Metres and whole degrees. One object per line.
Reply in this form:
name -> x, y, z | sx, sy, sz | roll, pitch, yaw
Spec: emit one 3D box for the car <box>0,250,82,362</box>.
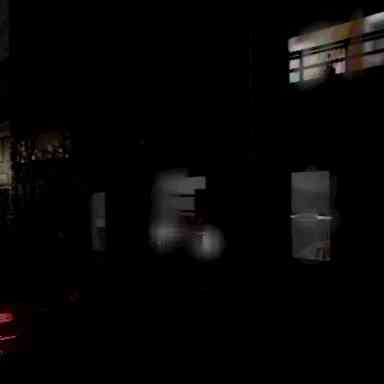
car -> -3.532, 1.636, 5.458 | 4.206, 1.307, 1.802 | -1, 0, 36
